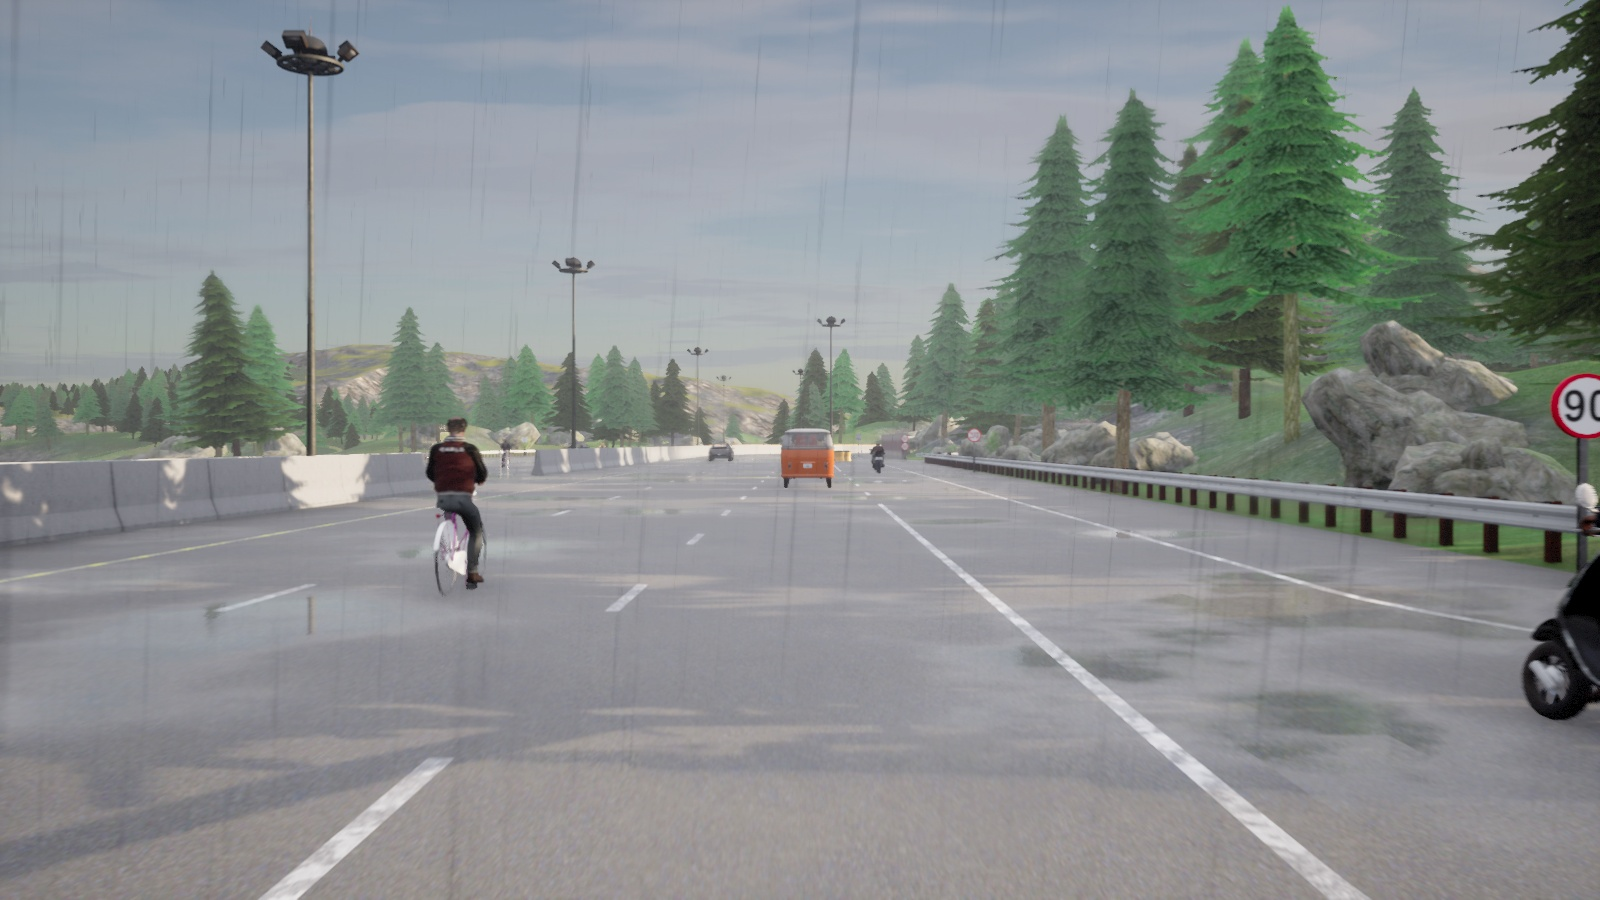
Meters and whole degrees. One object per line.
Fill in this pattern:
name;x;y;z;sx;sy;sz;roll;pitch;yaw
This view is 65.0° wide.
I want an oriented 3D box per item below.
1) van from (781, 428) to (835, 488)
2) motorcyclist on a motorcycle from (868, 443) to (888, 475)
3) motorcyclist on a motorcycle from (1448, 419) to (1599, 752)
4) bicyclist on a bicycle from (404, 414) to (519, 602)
van;0.267;0.252;43.695;1.775;1.987;4.442;0;0;0
motorcyclist on a motorcycle;3.876;0.433;62.428;0.866;1.530;2.191;0;0;0
motorcyclist on a motorcycle;4.273;0.669;6.098;0.866;1.590;1.817;4;-1;-22
bicyclist on a bicycle;-3.410;0.542;12.807;0.659;1.776;1.843;0;0;0
